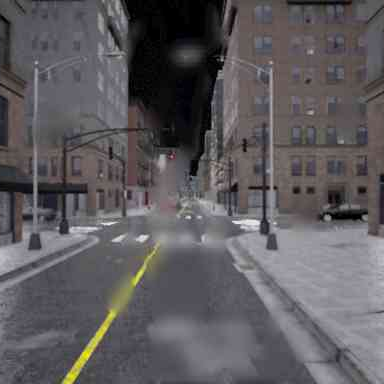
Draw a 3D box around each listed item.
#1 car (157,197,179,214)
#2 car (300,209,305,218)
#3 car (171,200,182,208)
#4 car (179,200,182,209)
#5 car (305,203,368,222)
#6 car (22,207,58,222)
[{"bbox_3d":[-3.077,1.668,41.478,2.150,2.045,5.566,0,-1,0],"label":"car"},{"bbox_3d":[12.153,1.772,30.302,4.507,1.381,1.887,-1,0,0],"label":"car"},{"bbox_3d":[-3.006,2.253,64.090,1.895,1.301,4.718,0,0,1],"label":"car"},{"bbox_3d":[-3.063,1.782,53.785,2.150,2.045,5.566,0,-1,0],"label":"car"},{"bbox_3d":[12.439,1.660,27.558,5.008,1.535,1.882,-1,-1,-1],"label":"car"},{"bbox_3d":[-14.609,2.043,30.502,4.403,1.369,2.008,-1,0,0],"label":"car"}]
